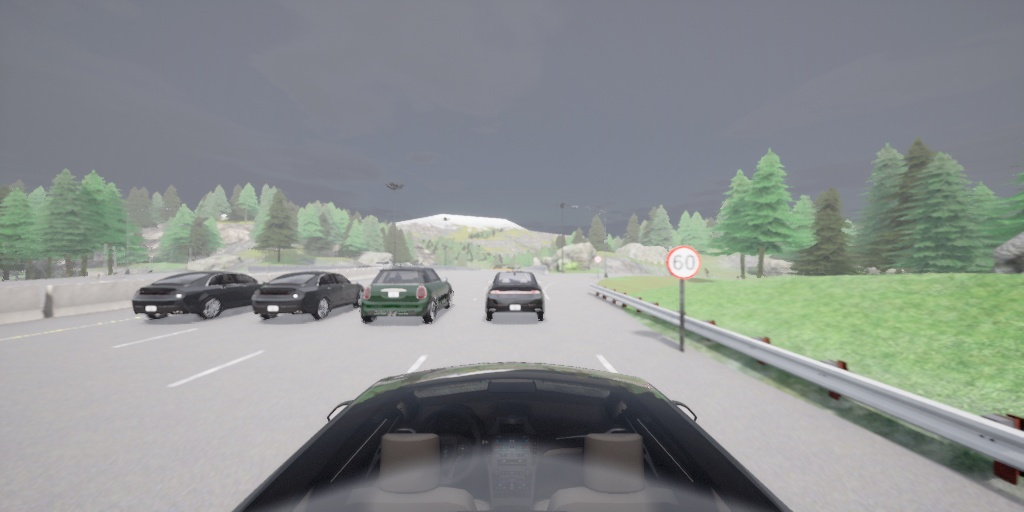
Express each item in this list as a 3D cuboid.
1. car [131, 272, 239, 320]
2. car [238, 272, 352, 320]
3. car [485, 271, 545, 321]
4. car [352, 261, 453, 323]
[{"bbox_3d":[-10.401,1.290,12.760,1.837,1.490,4.892,0,0,0],"label":"car"},{"bbox_3d":[-6.901,1.292,12.783,1.837,1.490,4.892,0,0,0],"label":"car"},{"bbox_3d":[0.099,1.282,12.705,2.128,1.511,4.902,0,0,0],"label":"car"},{"bbox_3d":[-3.402,1.140,12.437,2.097,1.767,4.553,0,0,0],"label":"car"}]
